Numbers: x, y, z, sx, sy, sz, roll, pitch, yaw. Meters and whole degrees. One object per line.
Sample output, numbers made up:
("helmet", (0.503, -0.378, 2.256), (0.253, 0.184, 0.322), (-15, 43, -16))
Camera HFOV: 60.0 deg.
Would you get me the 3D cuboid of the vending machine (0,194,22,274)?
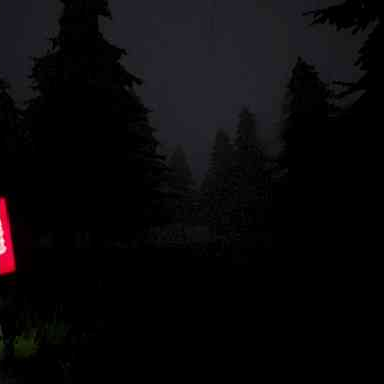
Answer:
("vending machine", (-5.548, 1.179, 9.135), (0.880, 2.100, 1.100), (-7, 1, 45))
